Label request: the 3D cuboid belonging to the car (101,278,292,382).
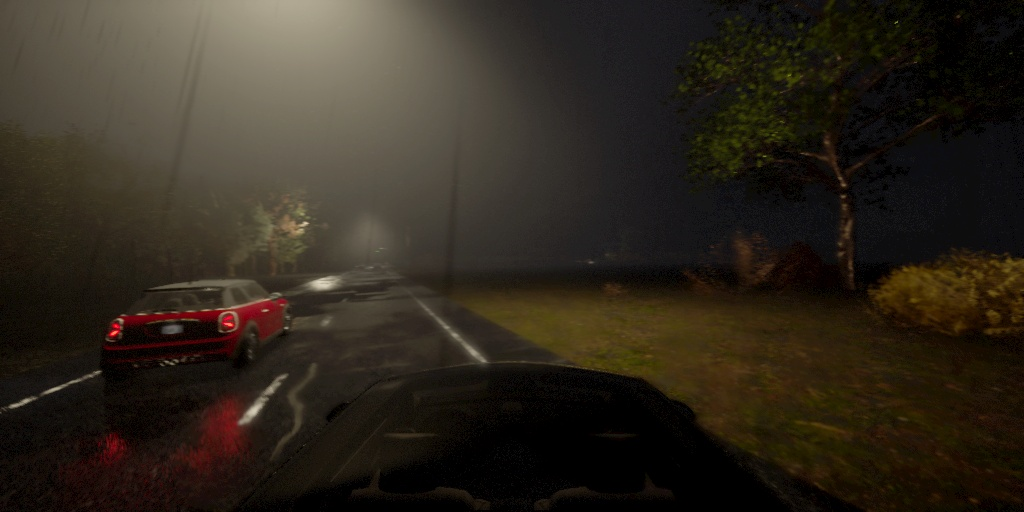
[{"bbox_3d":[-6.671,1.331,8.232,2.097,1.767,4.553,-2,0,-21],"label":"car"}]
